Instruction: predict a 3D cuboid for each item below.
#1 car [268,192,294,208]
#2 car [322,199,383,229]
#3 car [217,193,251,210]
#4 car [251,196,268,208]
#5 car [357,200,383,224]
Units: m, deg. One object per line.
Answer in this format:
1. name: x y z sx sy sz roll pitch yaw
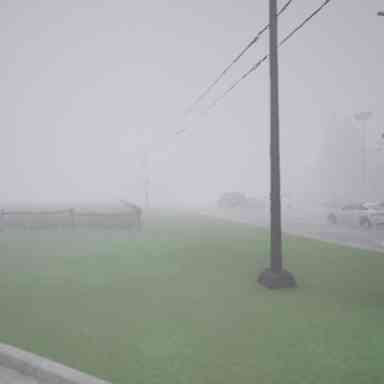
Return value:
1. car: 11.293 1.068 44.313 2.150 2.045 5.566 -1 0 -15
2. car: 10.376 1.389 20.461 1.812 1.442 4.674 -1 0 -15
3. car: 4.859 1.148 41.267 2.150 2.045 5.566 -1 0 -15
4. car: 7.792 1.454 43.877 1.994 1.385 4.181 -1 0 -15
5. car: 13.564 1.329 22.094 1.837 1.490 4.892 -1 0 -15
